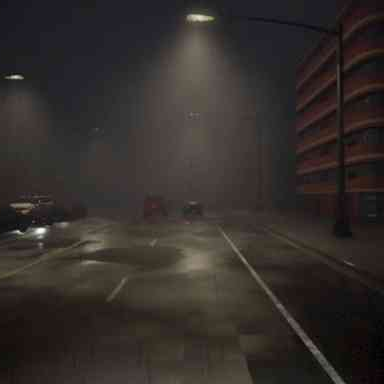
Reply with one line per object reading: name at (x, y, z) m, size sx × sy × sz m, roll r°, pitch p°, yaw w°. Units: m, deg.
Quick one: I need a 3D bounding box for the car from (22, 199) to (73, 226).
car at (-10.507, 1.627, 23.916) m, size 1.994 × 1.385 × 4.181 m, roll 0°, pitch 4°, yaw 0°

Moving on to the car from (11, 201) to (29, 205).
car at (-14.007, 1.652, 23.954) m, size 1.812 × 1.442 × 4.674 m, roll 0°, pitch 0°, yaw 0°

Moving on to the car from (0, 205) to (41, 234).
car at (-10.602, 1.643, 18.026) m, size 2.033 × 1.411 × 5.357 m, roll 0°, pitch 0°, yaw 0°

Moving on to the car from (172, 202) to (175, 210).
car at (-3.469, 1.732, 45.955) m, size 1.812 × 1.442 × 4.674 m, roll 0°, pitch -1°, yaw 0°

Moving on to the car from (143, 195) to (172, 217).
car at (-3.409, 1.331, 32.439) m, size 2.150 × 2.045 × 5.566 m, roll 0°, pitch 0°, yaw 0°

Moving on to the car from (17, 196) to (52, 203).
car at (-14.051, 1.346, 29.157) m, size 2.150 × 2.045 × 5.566 m, roll 0°, pitch 0°, yaw 1°

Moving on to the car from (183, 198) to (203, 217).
car at (0.091, 1.592, 33.173) m, size 2.128 × 1.511 × 4.902 m, roll 0°, pitch 0°, yaw 0°

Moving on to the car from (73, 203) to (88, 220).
car at (-10.549, 1.679, 28.629) m, size 2.033 × 1.411 × 5.357 m, roll 0°, pitch 1°, yaw 0°

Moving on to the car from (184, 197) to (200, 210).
car at (0.035, 1.552, 46.044) m, size 2.097 × 1.767 × 4.553 m, roll 0°, pitch -1°, yaw 0°
